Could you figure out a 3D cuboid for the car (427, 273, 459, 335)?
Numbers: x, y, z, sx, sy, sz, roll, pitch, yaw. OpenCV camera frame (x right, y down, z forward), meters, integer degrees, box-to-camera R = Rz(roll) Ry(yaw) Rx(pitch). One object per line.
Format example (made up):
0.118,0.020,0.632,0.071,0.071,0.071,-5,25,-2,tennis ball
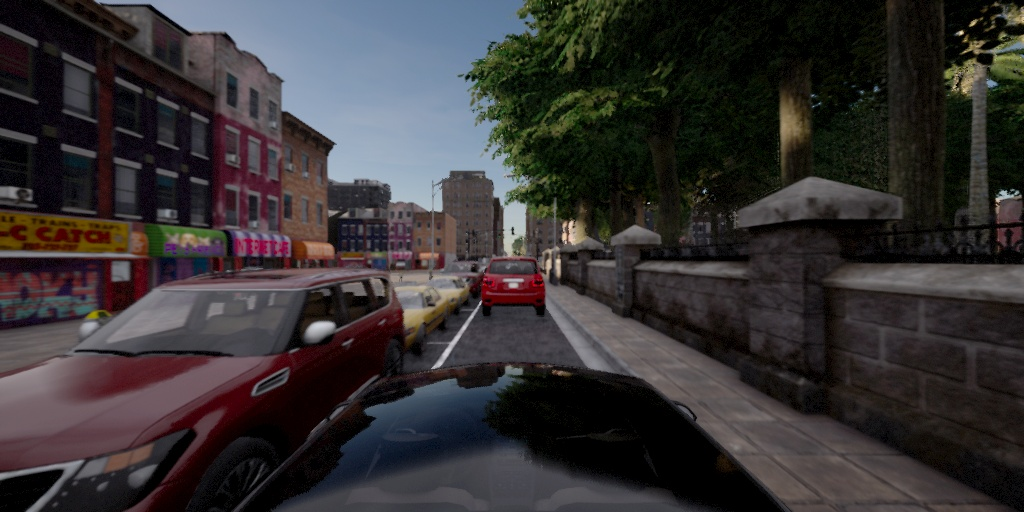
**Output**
-2.647,1.337,8.948,1.751,1.417,4.829,0,0,0,car

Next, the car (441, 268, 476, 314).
-2.649,1.380,14.218,1.751,1.417,4.829,0,0,0,car

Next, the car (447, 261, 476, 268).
-2.651,1.213,19.659,2.192,1.841,5.009,0,0,0,car

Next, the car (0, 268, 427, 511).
-2.646,1.082,3.848,2.192,1.841,5.009,0,0,0,car

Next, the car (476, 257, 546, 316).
0.083,1.068,13.939,2.150,2.045,5.566,0,-1,1,car
